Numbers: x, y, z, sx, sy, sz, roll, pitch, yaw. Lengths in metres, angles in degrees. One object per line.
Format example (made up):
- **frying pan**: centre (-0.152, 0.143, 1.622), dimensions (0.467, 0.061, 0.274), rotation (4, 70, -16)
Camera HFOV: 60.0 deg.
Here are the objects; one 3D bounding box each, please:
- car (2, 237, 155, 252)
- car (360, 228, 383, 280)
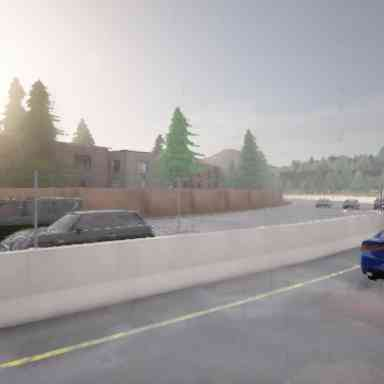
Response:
- **car**: centre (-3.404, 1.352, 10.349), dimensions (4.553, 1.767, 2.097), rotation (0, 0, -38)
- **car**: centre (6.327, 1.475, 8.873), dimensions (5.008, 1.535, 1.882), rotation (0, 0, -40)
